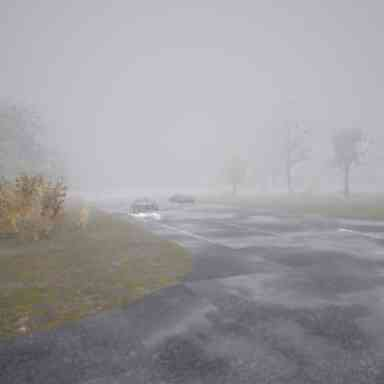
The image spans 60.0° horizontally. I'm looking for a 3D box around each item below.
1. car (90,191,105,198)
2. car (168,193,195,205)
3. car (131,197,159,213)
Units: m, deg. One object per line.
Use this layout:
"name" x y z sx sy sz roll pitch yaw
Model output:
"car" -23.593 0.457 83.160 2.097 1.767 4.553 -2 1 -15
"car" -1.417 0.871 42.567 2.033 1.411 5.357 -2 1 -22
"car" -4.545 1.194 31.789 1.994 1.385 4.181 -2 1 -22
